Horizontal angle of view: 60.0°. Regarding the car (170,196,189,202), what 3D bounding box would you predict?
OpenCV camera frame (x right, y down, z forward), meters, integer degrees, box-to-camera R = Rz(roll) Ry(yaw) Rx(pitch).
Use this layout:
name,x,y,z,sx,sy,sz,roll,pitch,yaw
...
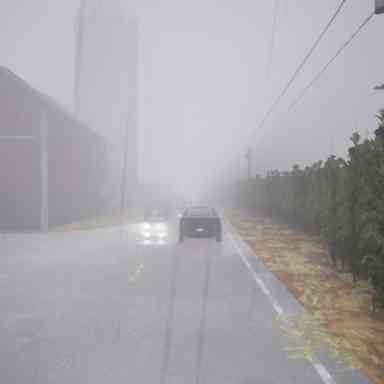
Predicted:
name,x,y,z,sx,sy,sz,roll,pitch,yaw
car,-1.865,1.227,37.063,2.097,1.767,4.553,0,0,4

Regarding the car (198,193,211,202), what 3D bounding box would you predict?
name,x,y,z,sx,sy,sz,roll,pitch,yaw
car,2.537,1.133,69.075,2.097,1.767,4.553,0,0,-4

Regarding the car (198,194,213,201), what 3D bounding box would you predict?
name,x,y,z,sx,sy,sz,roll,pitch,yaw
car,2.737,1.292,58.968,2.128,1.511,4.902,0,0,-1

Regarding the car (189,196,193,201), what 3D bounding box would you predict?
name,x,y,z,sx,sy,sz,roll,pitch,yaw
car,-0.903,1.322,50.394,2.128,1.511,4.902,0,0,4

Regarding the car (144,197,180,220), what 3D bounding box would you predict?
name,x,y,z,sx,sy,sz,roll,pitch,yaw
car,-2.556,1.400,27.145,2.128,1.511,4.902,0,0,5

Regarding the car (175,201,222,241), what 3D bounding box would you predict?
name,x,y,z,sx,sy,sz,roll,pitch,yaw
car,0.412,1.422,16.337,1.882,1.535,5.008,0,0,2
